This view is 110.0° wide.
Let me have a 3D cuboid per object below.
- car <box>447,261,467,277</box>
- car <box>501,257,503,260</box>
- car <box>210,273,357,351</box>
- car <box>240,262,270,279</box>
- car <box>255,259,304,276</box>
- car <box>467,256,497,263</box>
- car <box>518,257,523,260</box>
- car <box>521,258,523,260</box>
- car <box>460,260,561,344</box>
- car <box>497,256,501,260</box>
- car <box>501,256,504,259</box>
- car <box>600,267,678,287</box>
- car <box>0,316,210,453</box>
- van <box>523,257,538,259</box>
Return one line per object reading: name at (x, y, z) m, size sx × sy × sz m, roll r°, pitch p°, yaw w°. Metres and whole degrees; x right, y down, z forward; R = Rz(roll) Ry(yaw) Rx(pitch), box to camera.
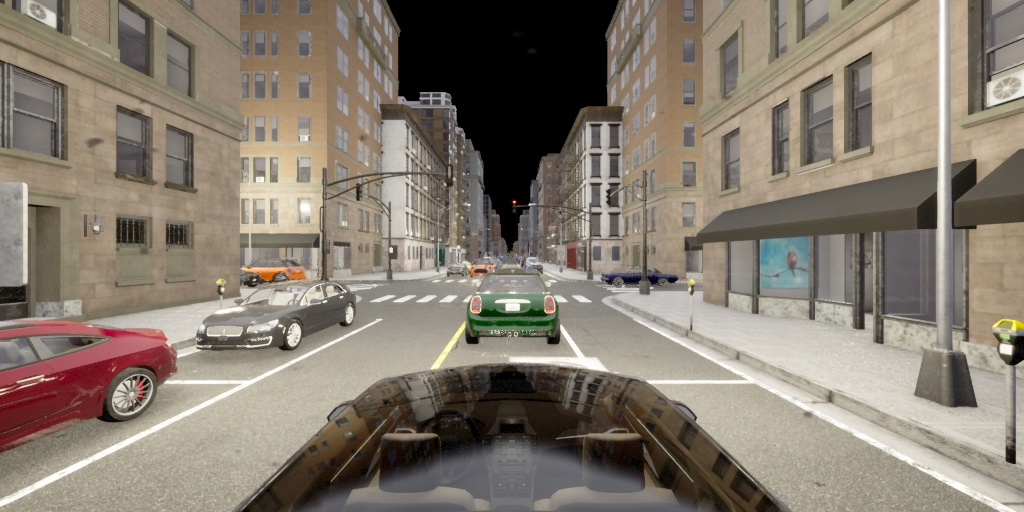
car at (-5.401, 1.297, 35.743) m, size 2.007 × 1.370 × 4.403 m, roll 0°, pitch 0°, yaw 0°
car at (-2.841, 1.250, 54.766) m, size 1.837 × 1.490 × 4.892 m, roll 0°, pitch 0°, yaw 0°
car at (-5.391, 1.300, 8.867) m, size 2.007 × 1.370 × 4.403 m, roll 0°, pitch 0°, yaw 0°
car at (-17.150, 1.224, 21.099) m, size 4.181 × 1.385 × 1.994 m, roll 0°, pitch 0°, yaw 0°
car at (-16.505, 1.017, 24.052) m, size 4.553 × 1.767 × 2.097 m, roll 0°, pitch 0°, yaw 0°
car at (-2.832, 1.099, 34.684) m, size 2.097 × 1.767 × 4.553 m, roll 0°, pitch 0°, yaw 0°
car at (2.625, 1.059, 62.778) m, size 2.192 × 1.841 × 5.009 m, roll 0°, pitch 0°, yaw 0°
car at (2.626, 1.327, 51.966) m, size 1.802 × 1.307 × 4.207 m, roll 0°, pitch 0°, yaw 0°
car at (0.038, 1.102, 9.711) m, size 2.097 × 1.767 × 4.553 m, roll 0°, pitch 0°, yaw 1°
car at (-2.852, 1.098, 44.607) m, size 2.097 × 1.767 × 4.553 m, roll 0°, pitch 0°, yaw -1°
car at (-2.824, 1.270, 65.041) m, size 1.812 × 1.442 × 4.674 m, roll 0°, pitch 0°, yaw 1°
car at (8.433, 1.403, 24.098) m, size 4.718 × 1.301 × 1.895 m, roll 0°, pitch 0°, yaw 0°
car at (-5.389, 1.332, 3.186) m, size 1.802 × 1.307 × 4.207 m, roll 0°, pitch 0°, yaw 0°
van at (2.626, 1.086, 46.559) m, size 1.690 × 1.789 × 3.998 m, roll 0°, pitch 0°, yaw 0°
